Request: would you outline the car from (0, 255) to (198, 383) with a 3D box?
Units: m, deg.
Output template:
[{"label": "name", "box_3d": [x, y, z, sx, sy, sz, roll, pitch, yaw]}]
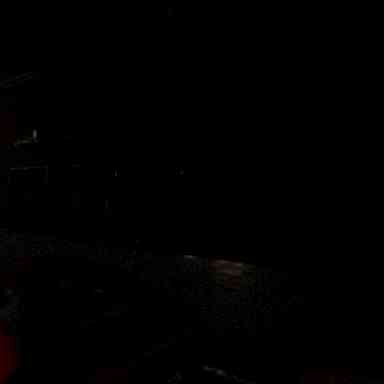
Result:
[{"label": "car", "box_3d": [-1.991, 1.499, 4.198, 4.507, 1.381, 1.887, 1, 0, 35]}]

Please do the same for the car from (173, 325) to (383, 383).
[{"label": "car", "box_3d": [2.389, 1.540, 1.130, 4.829, 1.417, 1.752, 1, 0, 35]}]
